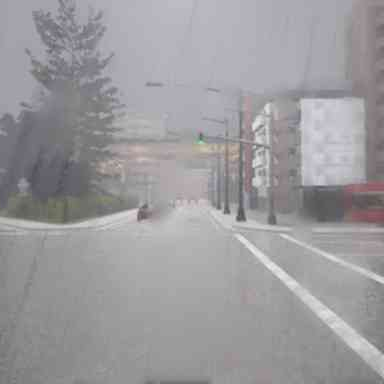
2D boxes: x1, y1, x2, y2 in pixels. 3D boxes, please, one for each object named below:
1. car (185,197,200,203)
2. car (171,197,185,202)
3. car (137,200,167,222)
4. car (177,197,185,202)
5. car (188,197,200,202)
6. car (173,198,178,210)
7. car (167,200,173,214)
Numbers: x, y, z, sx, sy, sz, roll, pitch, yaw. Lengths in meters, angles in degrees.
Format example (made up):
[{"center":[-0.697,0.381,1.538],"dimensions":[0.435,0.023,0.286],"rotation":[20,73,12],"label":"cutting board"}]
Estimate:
[{"center":[0.479,2.175,88.014],"dimensions":[2.038,1.542,4.974],"rotation":[0,-1,-20],"label":"car"},{"center":[-3.660,2.032,88.369],"dimensions":[1.853,1.218,4.536],"rotation":[0,-1,25],"label":"car"},{"center":[-3.613,1.712,29.230],"dimensions":[1.882,1.535,5.008],"rotation":[0,0,0],"label":"car"},{"center":[-3.681,2.189,88.320],"dimensions":[2.038,1.542,4.974],"rotation":[0,-1,25],"label":"car"},{"center":[0.460,2.018,88.064],"dimensions":[1.853,1.218,4.536],"rotation":[0,-1,-20],"label":"car"},{"center":[-3.577,1.980,50.680],"dimensions":[1.994,1.385,4.181],"rotation":[0,0,0],"label":"car"},{"center":[-3.611,1.922,39.396],"dimensions":[1.895,1.301,4.718],"rotation":[0,0,0],"label":"car"}]
